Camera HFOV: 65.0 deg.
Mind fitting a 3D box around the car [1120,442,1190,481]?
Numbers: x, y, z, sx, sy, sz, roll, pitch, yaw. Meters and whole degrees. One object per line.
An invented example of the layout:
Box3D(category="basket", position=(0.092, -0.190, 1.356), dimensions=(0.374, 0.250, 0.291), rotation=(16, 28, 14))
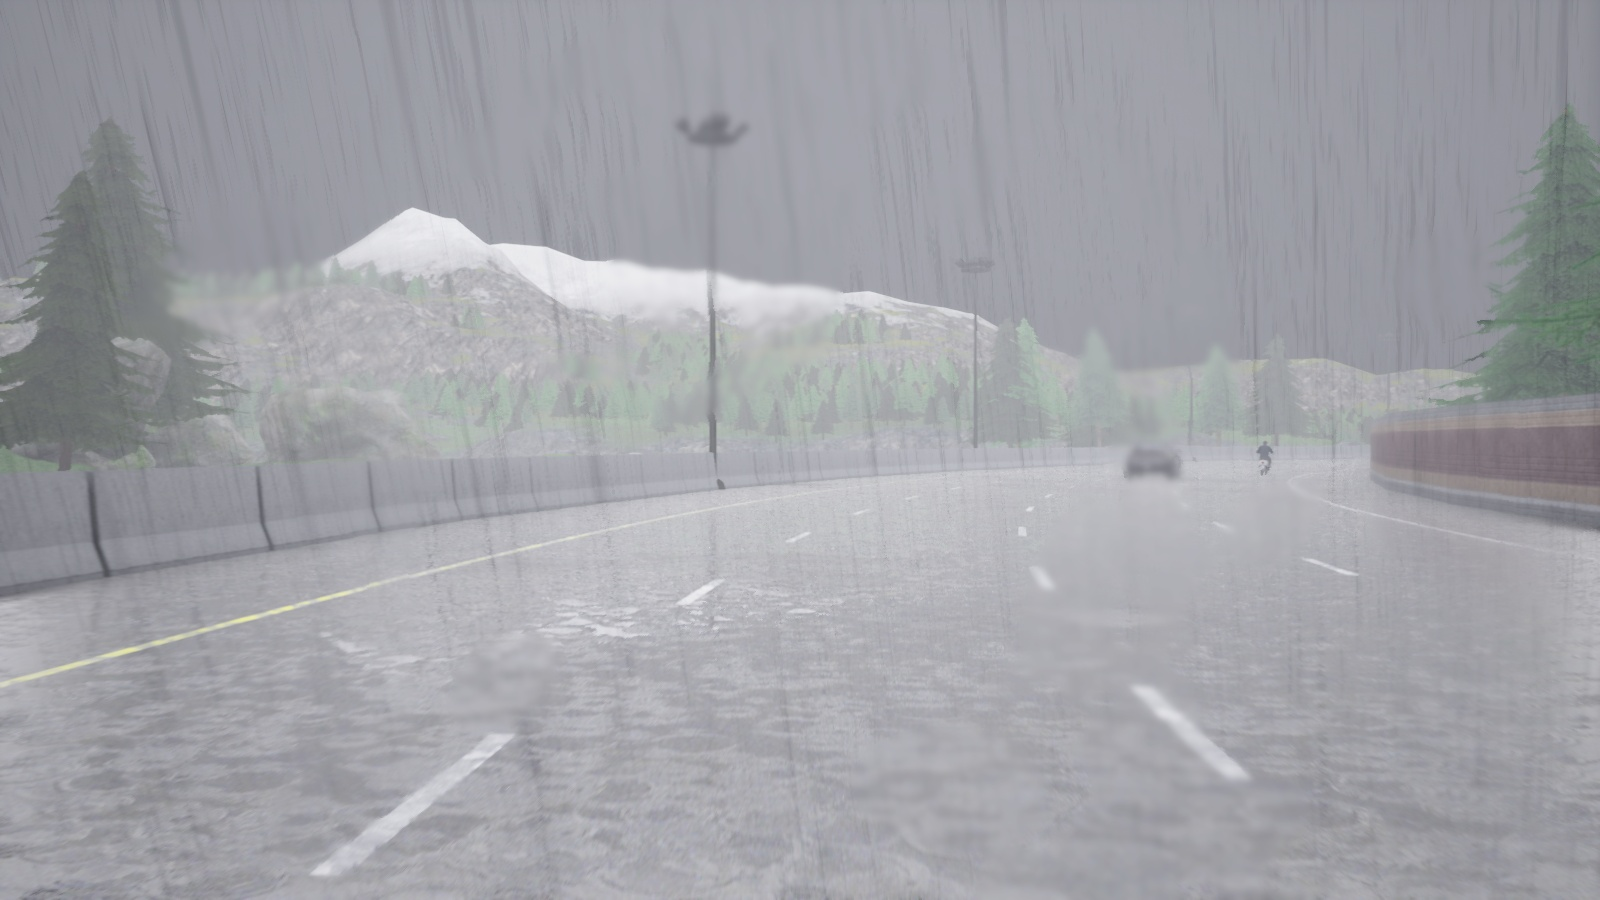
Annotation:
Box3D(category="car", position=(14.494, 0.429, 51.111), dimensions=(2.128, 1.511, 4.902), rotation=(0, 0, 23))

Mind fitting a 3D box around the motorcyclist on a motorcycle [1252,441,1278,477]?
Box3D(category="motorcyclist on a motorcycle", position=(21.096, 0.400, 56.930), dimensions=(0.866, 1.590, 1.817), rotation=(1, 1, 27))
